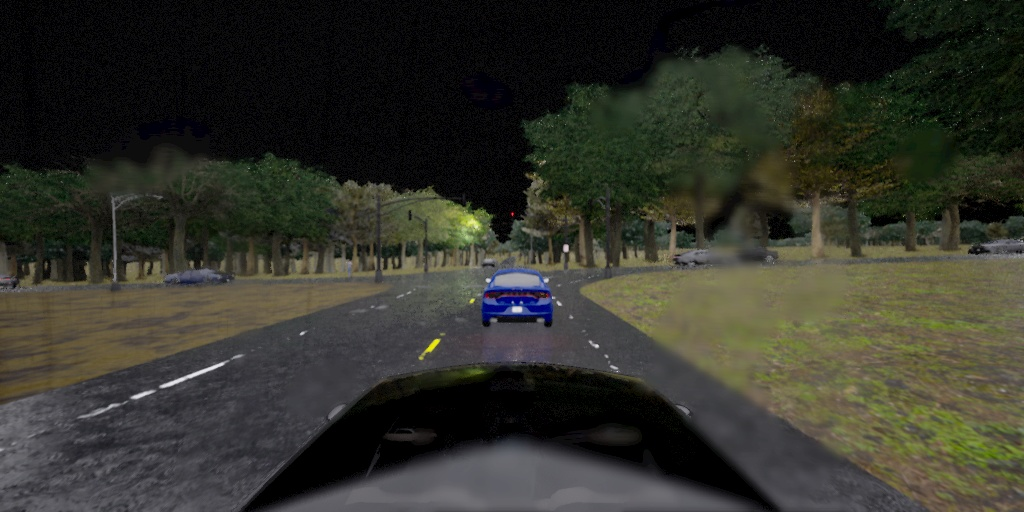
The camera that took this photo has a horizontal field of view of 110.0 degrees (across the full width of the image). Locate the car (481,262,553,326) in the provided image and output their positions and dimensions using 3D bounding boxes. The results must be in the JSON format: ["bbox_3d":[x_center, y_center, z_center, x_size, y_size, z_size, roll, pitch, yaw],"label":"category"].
[{"bbox_3d":[0.163,1.130,11.218,1.882,1.535,5.008,0,1,1],"label":"car"}]

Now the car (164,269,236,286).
[{"bbox_3d":[-27.895,1.884,32.099,5.357,1.411,2.033,-2,0,3],"label":"car"}]

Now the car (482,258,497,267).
[{"bbox_3d":[-3.794,1.120,58.017,1.882,1.535,5.008,0,0,0],"label":"car"}]

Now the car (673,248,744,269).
[{"bbox_3d":[16.033,0.226,29.947,4.902,1.511,2.128,-2,0,1],"label":"car"}]

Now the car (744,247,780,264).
[{"bbox_3d":[22.056,-0.025,33.477,5.008,1.535,1.882,-2,0,3],"label":"car"}]

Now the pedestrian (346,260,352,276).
[{"bbox_3d":[-17.785,1.280,39.216,0.375,1.860,0.375,0,2,3],"label":"pedestrian"}]

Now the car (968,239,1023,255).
[{"bbox_3d":[44.297,-0.791,32.439,4.181,1.385,1.994,-2,0,3],"label":"car"}]
